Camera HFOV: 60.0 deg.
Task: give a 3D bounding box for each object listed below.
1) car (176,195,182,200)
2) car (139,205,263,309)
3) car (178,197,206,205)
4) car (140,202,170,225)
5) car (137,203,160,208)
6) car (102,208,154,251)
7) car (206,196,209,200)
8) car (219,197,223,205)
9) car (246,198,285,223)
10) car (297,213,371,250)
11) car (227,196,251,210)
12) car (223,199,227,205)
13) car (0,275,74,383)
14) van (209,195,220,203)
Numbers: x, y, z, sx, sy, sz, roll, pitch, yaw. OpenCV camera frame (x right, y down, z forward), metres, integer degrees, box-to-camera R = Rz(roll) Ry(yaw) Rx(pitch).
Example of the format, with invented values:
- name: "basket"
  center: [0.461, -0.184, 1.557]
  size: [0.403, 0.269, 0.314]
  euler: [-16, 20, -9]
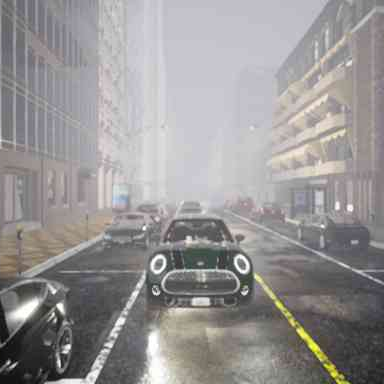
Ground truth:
- name: "car"
  center: [-3.625, 1.607, 93.136]
  size: [1.967, 1.590, 4.097]
  euler: [0, 0, -1]
- name: "car"
  center: [0.130, 1.362, 8.151]
  size: [2.097, 1.767, 4.553]
  euler: [0, 0, -1]
- name: "car"
  center: [-0.059, 1.519, 29.183]
  size: [1.882, 1.535, 5.008]
  euler: [0, 0, -1]
- name: "car"
  center: [-2.695, 1.559, 25.188]
  size: [1.752, 1.417, 4.829]
  euler: [0, 0, -1]
- name: "car"
  center: [-2.620, 1.465, 19.711]
  size: [1.967, 1.590, 4.097]
  euler: [0, 0, -1]
- name: "car"
  center: [-2.542, 1.567, 14.062]
  size: [2.008, 1.369, 4.403]
  euler: [0, 0, -1]
- name: "car"
  center: [4.987, 1.700, 76.306]
  size: [1.947, 1.339, 4.313]
  euler: [0, 0, -1]
- name: "car"
  center: [5.373, 1.657, 48.066]
  size: [1.802, 1.307, 4.206]
  euler: [0, 0, -1]
- name: "car"
  center: [5.683, 1.479, 25.473]
  size: [1.967, 1.590, 4.097]
  euler: [0, 0, -1]
- name: "car"
  center: [5.837, 1.572, 14.178]
  size: [2.008, 1.369, 4.403]
  euler: [0, 0, -1]
- name: "car"
  center: [5.529, 1.372, 36.770]
  size: [2.192, 1.841, 5.009]
  euler: [0, 0, -1]
- name: "car"
  center: [5.450, 1.648, 42.418]
  size: [1.802, 1.307, 4.206]
  euler: [0, 0, -1]
- name: "car"
  center: [-2.388, 1.568, 2.766]
  size: [1.947, 1.339, 4.313]
  euler: [0, 0, -1]
- name: "van"
  center: [5.064, 1.463, 70.658]
  size: [1.690, 1.788, 3.998]
  euler: [0, 0, -1]
